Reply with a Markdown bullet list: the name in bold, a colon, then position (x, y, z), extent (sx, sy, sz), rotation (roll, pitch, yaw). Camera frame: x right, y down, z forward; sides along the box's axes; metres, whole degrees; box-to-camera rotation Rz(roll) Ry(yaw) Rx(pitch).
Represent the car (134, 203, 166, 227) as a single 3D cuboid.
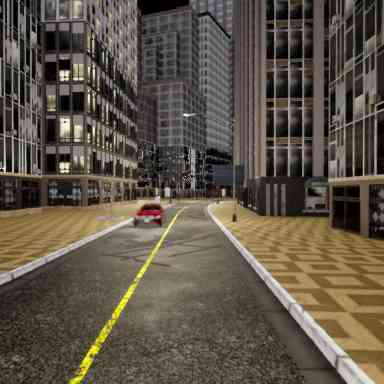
- **car**: position (-2.800, 1.532, 23.024), extent (1.812, 1.442, 4.674), rotation (0, 0, 0)
